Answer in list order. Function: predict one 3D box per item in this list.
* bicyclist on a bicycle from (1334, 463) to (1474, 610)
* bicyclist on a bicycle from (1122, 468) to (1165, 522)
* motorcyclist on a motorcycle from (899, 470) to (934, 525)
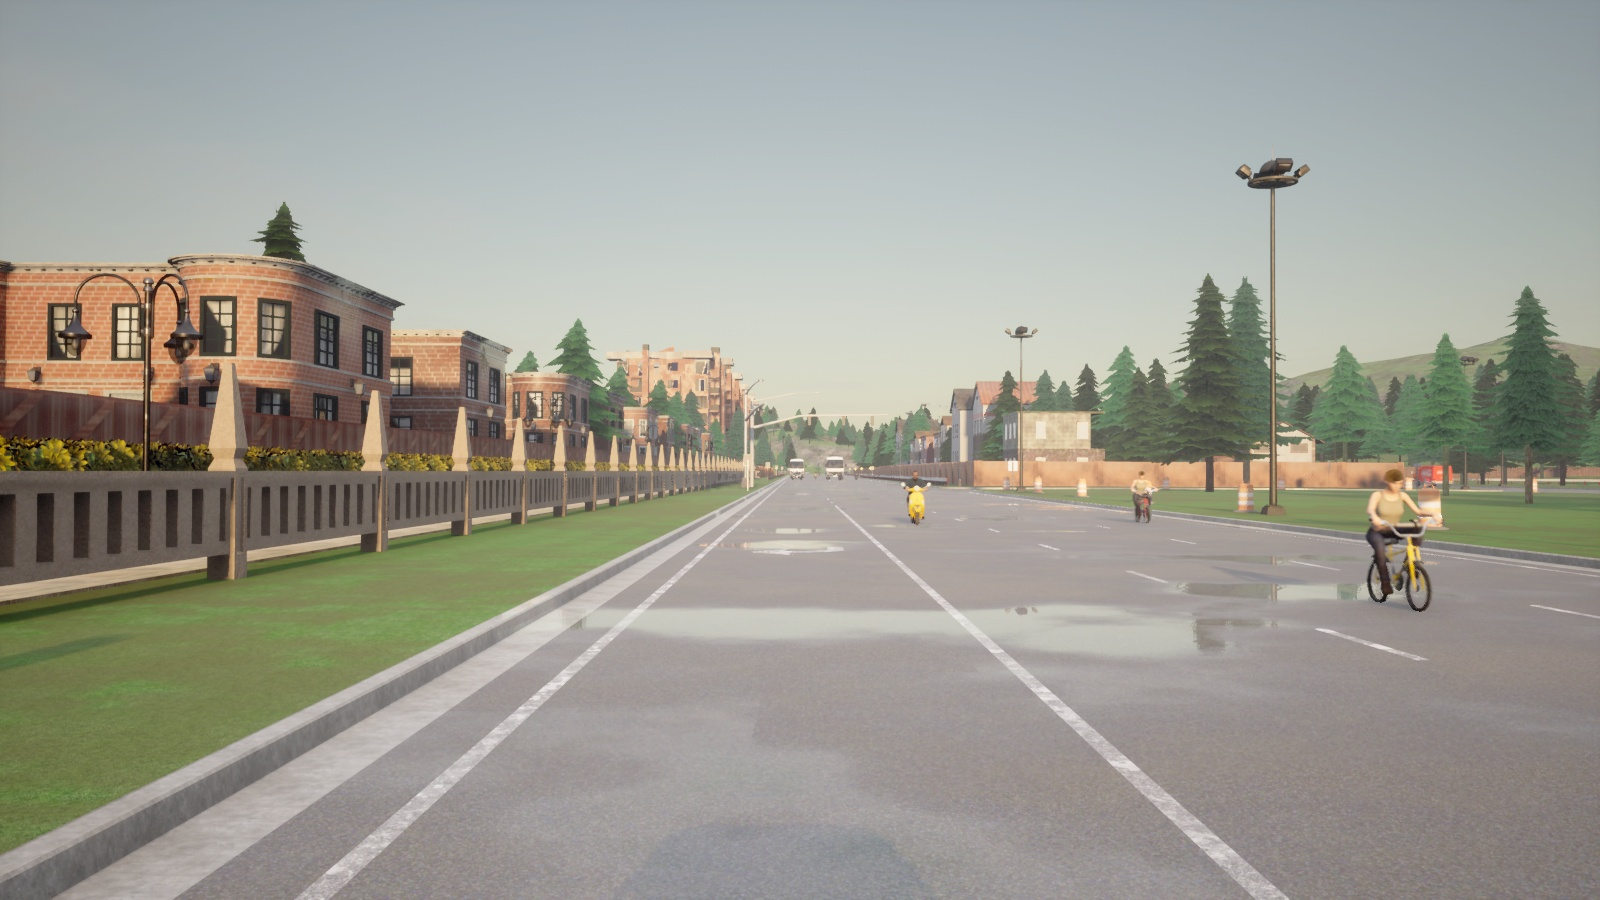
[{"bbox_3d":[6.961,0.967,14.565,0.866,1.612,1.509,0,-1,0],"label":"bicyclist on a bicycle"},{"bbox_3d":[10.406,1.347,38.049,0.866,1.612,1.509,0,-1,0],"label":"bicyclist on a bicycle"},{"bbox_3d":[3.415,1.374,36.985,0.866,1.590,1.817,0,-1,0],"label":"motorcyclist on a motorcycle"}]
